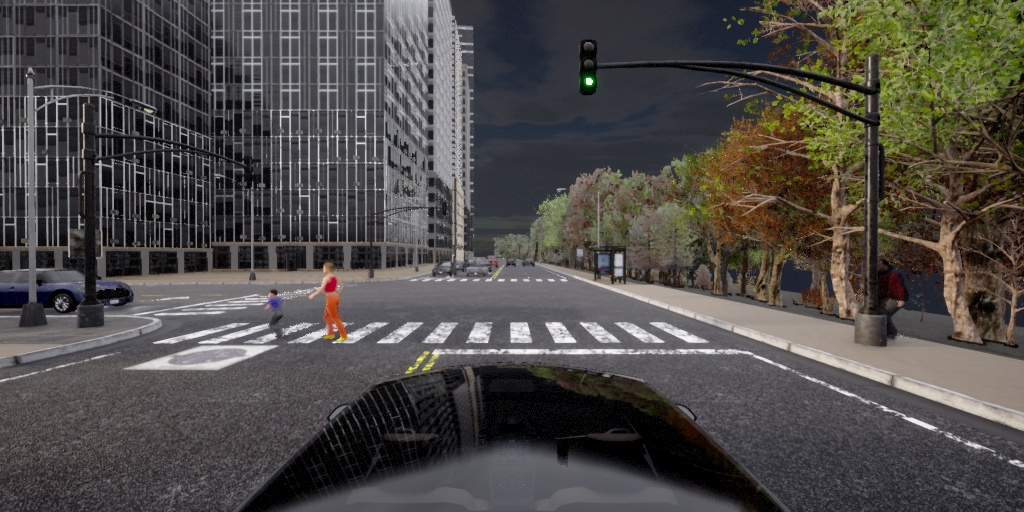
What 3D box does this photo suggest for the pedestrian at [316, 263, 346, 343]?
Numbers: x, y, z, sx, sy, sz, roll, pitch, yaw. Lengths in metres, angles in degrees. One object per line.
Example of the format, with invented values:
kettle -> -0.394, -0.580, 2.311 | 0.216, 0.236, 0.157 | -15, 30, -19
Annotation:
pedestrian -> -4.188, 1.043, 8.304 | 0.375, 1.860, 0.375 | 0, 0, 0

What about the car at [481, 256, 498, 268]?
car -> -3.483, 0.964, 60.369 | 2.150, 2.045, 5.566 | 0, 0, 1

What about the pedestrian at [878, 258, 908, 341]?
pedestrian -> 7.960, 0.891, 7.599 | 0.375, 1.860, 0.375 | 0, 0, 0

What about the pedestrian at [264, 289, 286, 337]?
pedestrian -> -5.728, 1.323, 8.766 | 0.375, 1.300, 0.375 | 0, 0, 0

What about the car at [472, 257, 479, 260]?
car -> -6.732, 1.220, 56.660 | 1.882, 1.535, 5.008 | 0, 0, 0

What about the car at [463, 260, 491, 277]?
car -> -3.436, 1.346, 36.040 | 1.895, 1.301, 4.718 | 0, 0, 0

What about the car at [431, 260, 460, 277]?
car -> -6.686, 1.271, 35.961 | 1.812, 1.442, 4.674 | 0, 0, 0

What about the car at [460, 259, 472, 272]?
car -> -6.711, 1.236, 45.136 | 2.128, 1.511, 4.902 | 0, 0, 0

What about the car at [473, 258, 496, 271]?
car -> -3.464, 1.292, 45.690 | 2.033, 1.411, 5.357 | 0, 0, 0

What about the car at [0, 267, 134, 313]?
car -> -18.324, 1.284, 14.515 | 4.553, 1.767, 2.097 | -1, 0, 0
